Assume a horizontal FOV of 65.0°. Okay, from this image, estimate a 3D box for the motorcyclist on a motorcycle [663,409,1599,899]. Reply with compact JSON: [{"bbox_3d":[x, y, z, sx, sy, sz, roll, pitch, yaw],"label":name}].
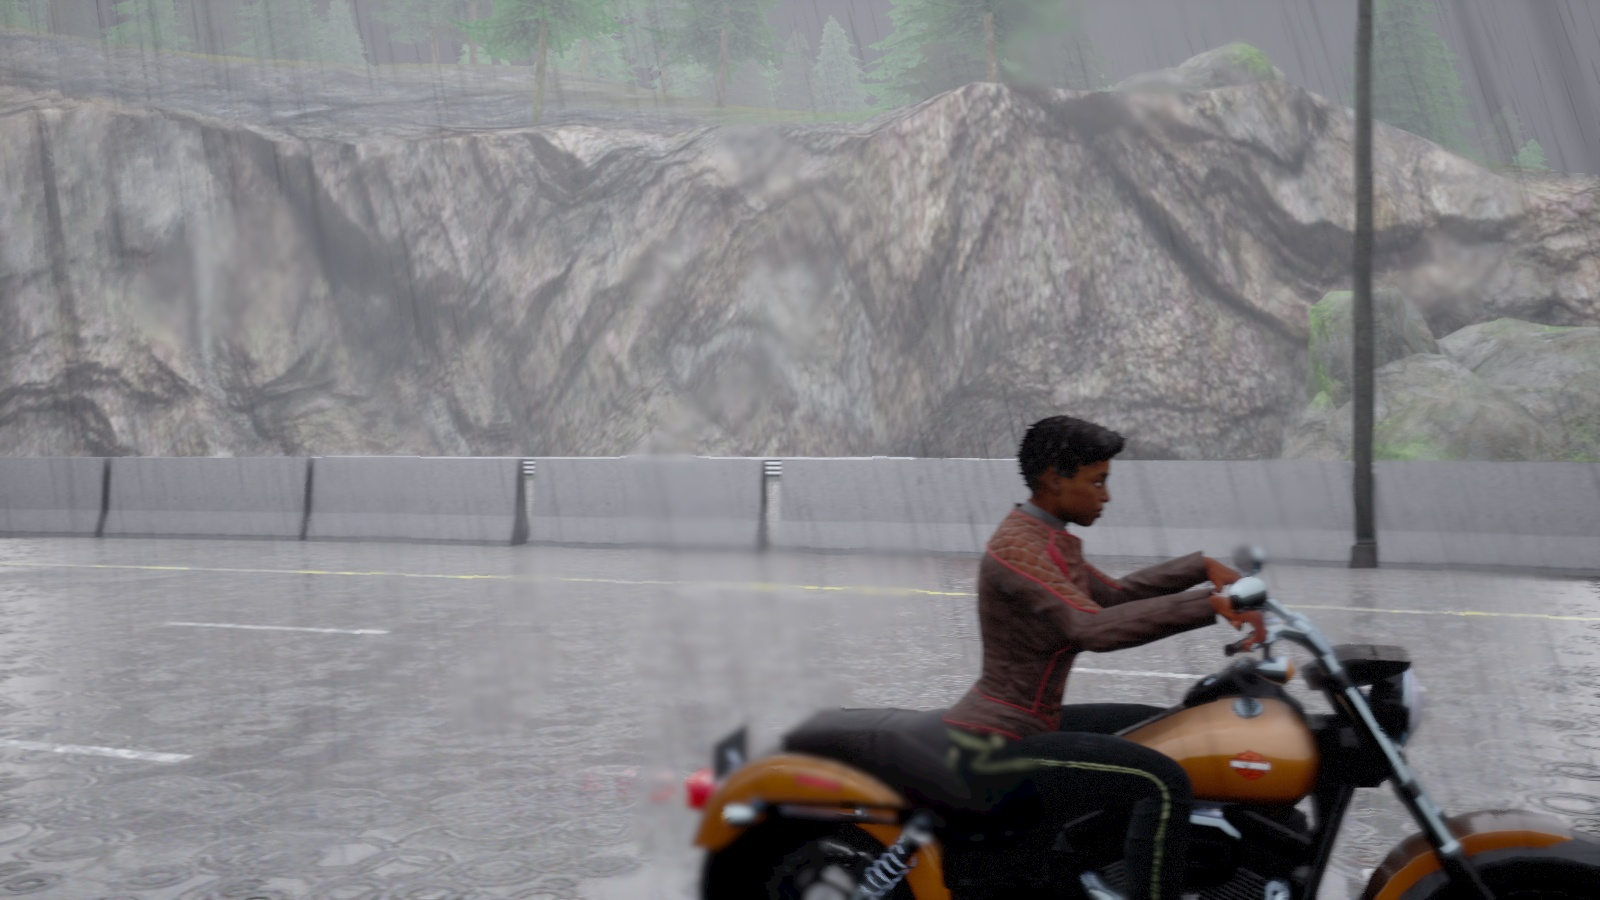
[{"bbox_3d":[0.913,0.732,2.945,2.350,1.649,0.766,1,2,19],"label":"motorcyclist on a motorcycle"}]
